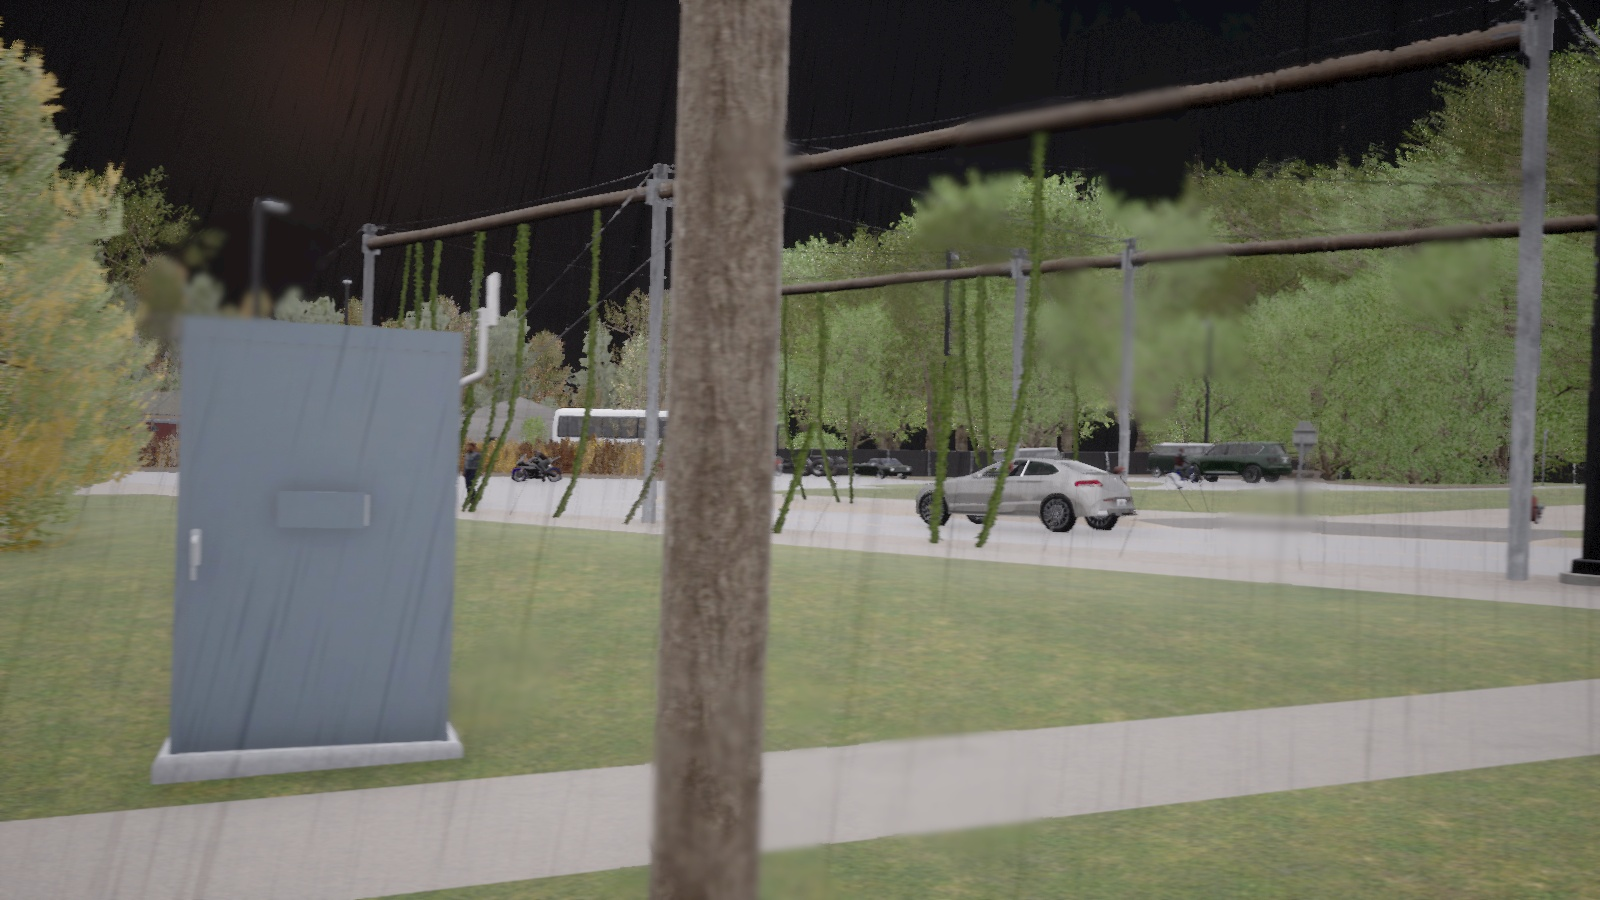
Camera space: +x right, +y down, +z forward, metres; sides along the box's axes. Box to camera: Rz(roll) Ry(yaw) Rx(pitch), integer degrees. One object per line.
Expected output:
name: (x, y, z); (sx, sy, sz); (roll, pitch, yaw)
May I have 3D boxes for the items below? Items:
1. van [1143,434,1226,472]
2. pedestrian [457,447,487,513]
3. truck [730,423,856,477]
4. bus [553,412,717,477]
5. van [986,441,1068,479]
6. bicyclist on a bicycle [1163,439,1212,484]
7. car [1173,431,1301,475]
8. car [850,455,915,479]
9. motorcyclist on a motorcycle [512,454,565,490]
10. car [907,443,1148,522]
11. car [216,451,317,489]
van: (21.277, 0.153, 69.609); (1.775, 1.987, 4.442); (-1, 0, -27)
pedestrian: (-9.859, 0.895, 37.799); (0.423, 1.949, 0.788); (1, 0, 30)
truck: (-0.508, -0.016, 83.582); (7.936, 3.462, 2.891); (0, 1, 27)
bus: (-11.141, -0.403, 85.276); (10.273, 4.253, 3.944); (0, 1, 15)
van: (13.601, 0.610, 75.288); (4.442, 1.987, 1.775); (-4, -1, 21)
bicyclist on a bicycle: (15.616, 0.455, 50.615); (1.843, 1.776, 0.659); (-1, -1, -22)
car: (21.400, 0.158, 61.698); (2.150, 2.045, 5.566); (-2, 0, -41)
car: (5.222, 1.064, 80.043); (1.895, 1.301, 4.718); (-2, 2, -29)
motorcyclist on a motorcycle: (-11.687, 0.970, 56.097); (2.191, 1.530, 0.866); (0, 1, -21)
car: (5.114, 0.712, 28.688); (5.027, 1.651, 2.152); (-1, -1, 43)
car: (-23.069, 0.852, 54.296); (3.633, 1.501, 1.845); (1, 1, 14)
